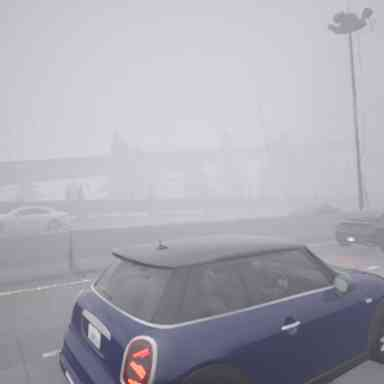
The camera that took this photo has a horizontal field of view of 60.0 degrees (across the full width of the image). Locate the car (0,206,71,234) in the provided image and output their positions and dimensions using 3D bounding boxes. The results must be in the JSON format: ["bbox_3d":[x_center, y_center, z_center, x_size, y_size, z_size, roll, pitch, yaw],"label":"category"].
[{"bbox_3d":[-9.330,1.527,18.789,4.674,1.442,1.812,0,0,-35],"label":"car"}]

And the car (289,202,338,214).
[{"bbox_3d":[8.577,1.505,22.903,4.674,1.442,1.812,0,0,-35],"label":"car"}]

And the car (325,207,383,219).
[{"bbox_3d":[7.824,1.491,13.631,4.892,1.490,1.837,0,0,-36],"label":"car"}]

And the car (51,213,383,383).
[{"bbox_3d":[0.820,1.353,4.334,4.553,1.767,2.097,0,0,-36],"label":"car"}]

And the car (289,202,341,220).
[{"bbox_3d":[10.694,1.574,28.699,4.718,1.301,1.895,0,0,-36],"label":"car"}]
